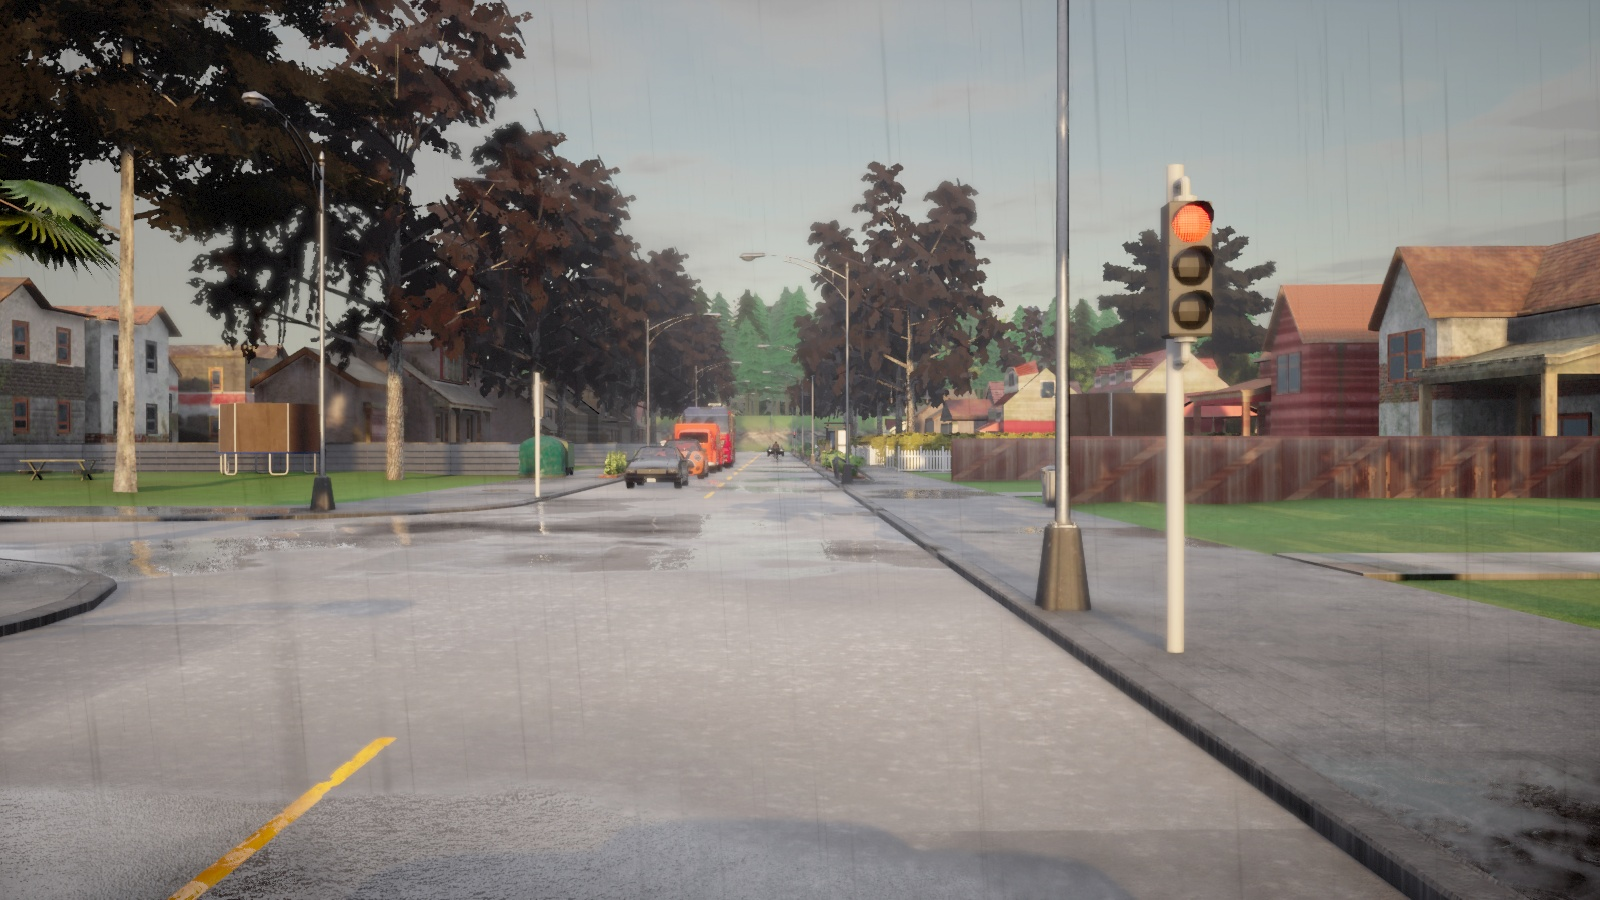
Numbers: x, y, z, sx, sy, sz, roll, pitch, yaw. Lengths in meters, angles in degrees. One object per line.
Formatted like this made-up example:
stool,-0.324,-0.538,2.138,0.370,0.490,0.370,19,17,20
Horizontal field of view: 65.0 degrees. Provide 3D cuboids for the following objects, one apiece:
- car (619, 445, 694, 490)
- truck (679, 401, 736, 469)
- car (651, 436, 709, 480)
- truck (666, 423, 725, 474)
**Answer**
car,-4.789,0.549,42.690,2.033,1.411,5.357,0,0,-1
truck,-5.423,-0.846,74.966,2.891,3.827,8.468,0,0,-1
car,-4.985,0.303,52.843,2.097,1.767,4.553,0,0,-1
truck,-5.189,-0.100,63.075,2.627,2.467,5.204,0,0,-1
